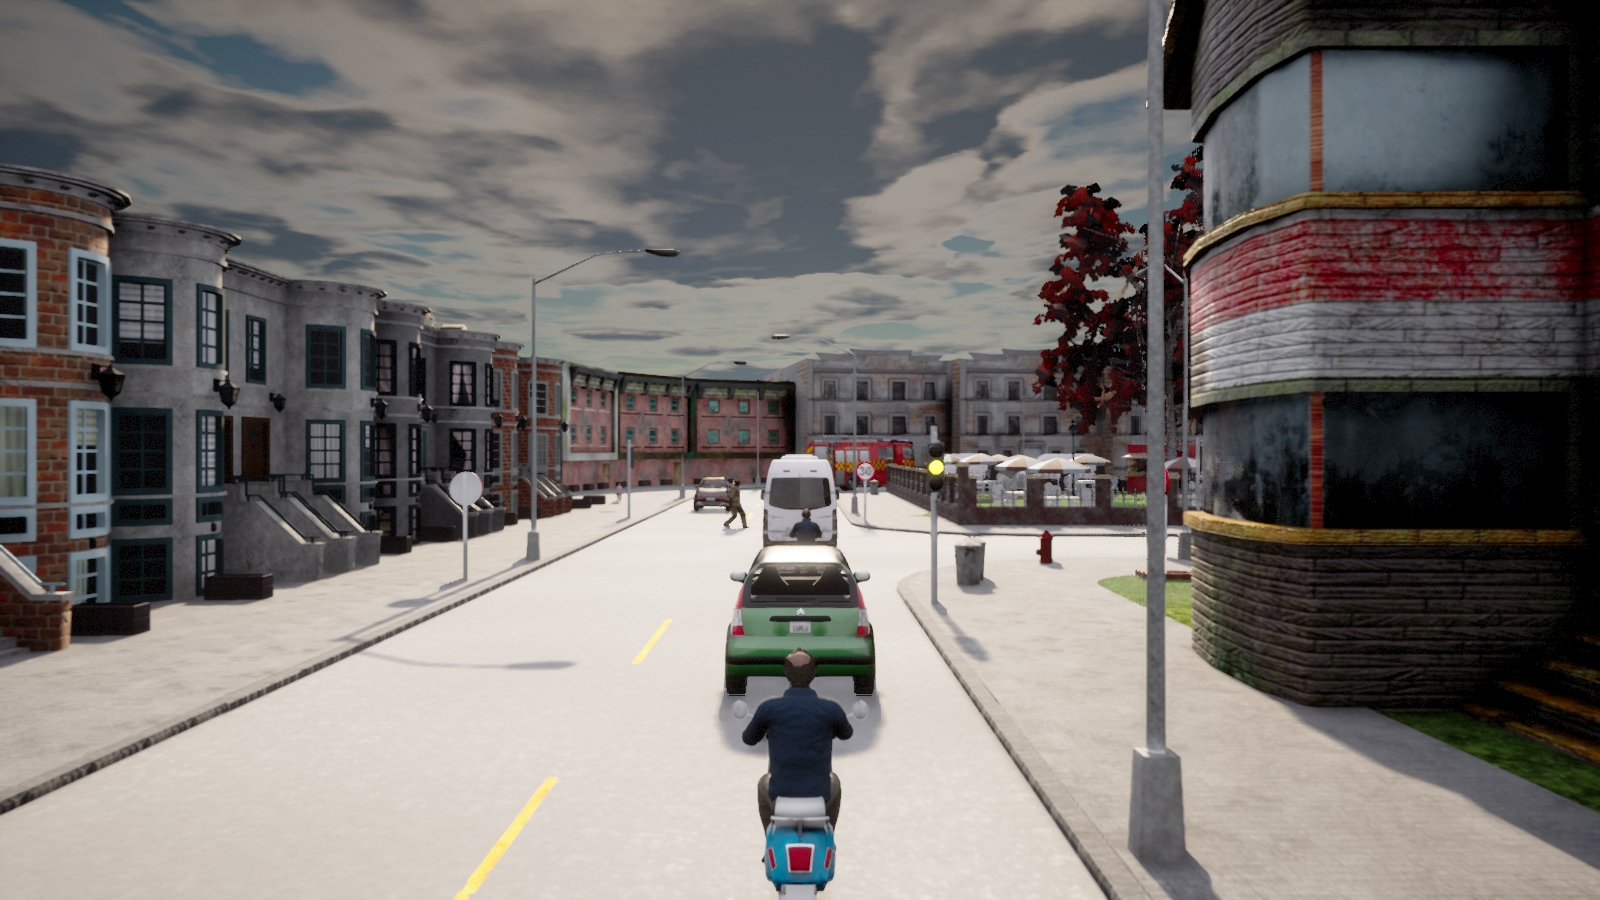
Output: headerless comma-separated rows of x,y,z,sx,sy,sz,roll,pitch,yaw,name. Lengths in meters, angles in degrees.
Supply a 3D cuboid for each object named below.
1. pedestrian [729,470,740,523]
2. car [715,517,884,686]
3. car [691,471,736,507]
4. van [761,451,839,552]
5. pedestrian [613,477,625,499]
-2.294,1.628,40.048,0.375,1.860,0.375,0,0,1,pedestrian
-0.001,1.779,14.510,1.851,1.617,3.988,0,0,0,car
-4.010,1.806,53.335,1.789,1.549,3.705,0,0,0,car
-0.005,1.315,31.982,1.988,2.561,5.915,0,0,0,van
-9.202,1.905,58.037,0.500,1.100,0.500,0,0,-20,pedestrian
